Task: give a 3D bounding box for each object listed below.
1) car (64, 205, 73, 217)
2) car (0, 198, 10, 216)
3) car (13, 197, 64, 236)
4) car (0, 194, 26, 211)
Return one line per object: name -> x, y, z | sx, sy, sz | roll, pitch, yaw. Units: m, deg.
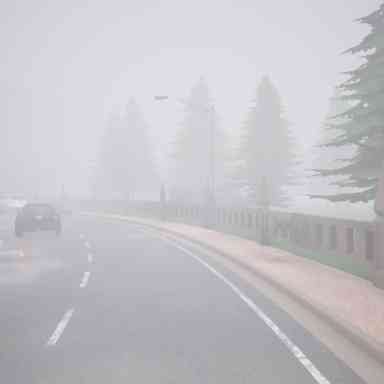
car -> -12.583, 1.601, 29.746 | 1.895, 1.301, 4.718 | 0, 0, -45
car -> -19.085, 1.526, 30.886 | 4.674, 1.442, 1.812 | 0, 0, 40
car -> -8.674, 1.353, 18.653 | 2.097, 1.767, 4.553 | 0, 0, -27
car -> -20.246, 1.221, 36.576 | 5.566, 2.045, 2.150 | 0, 0, 35
